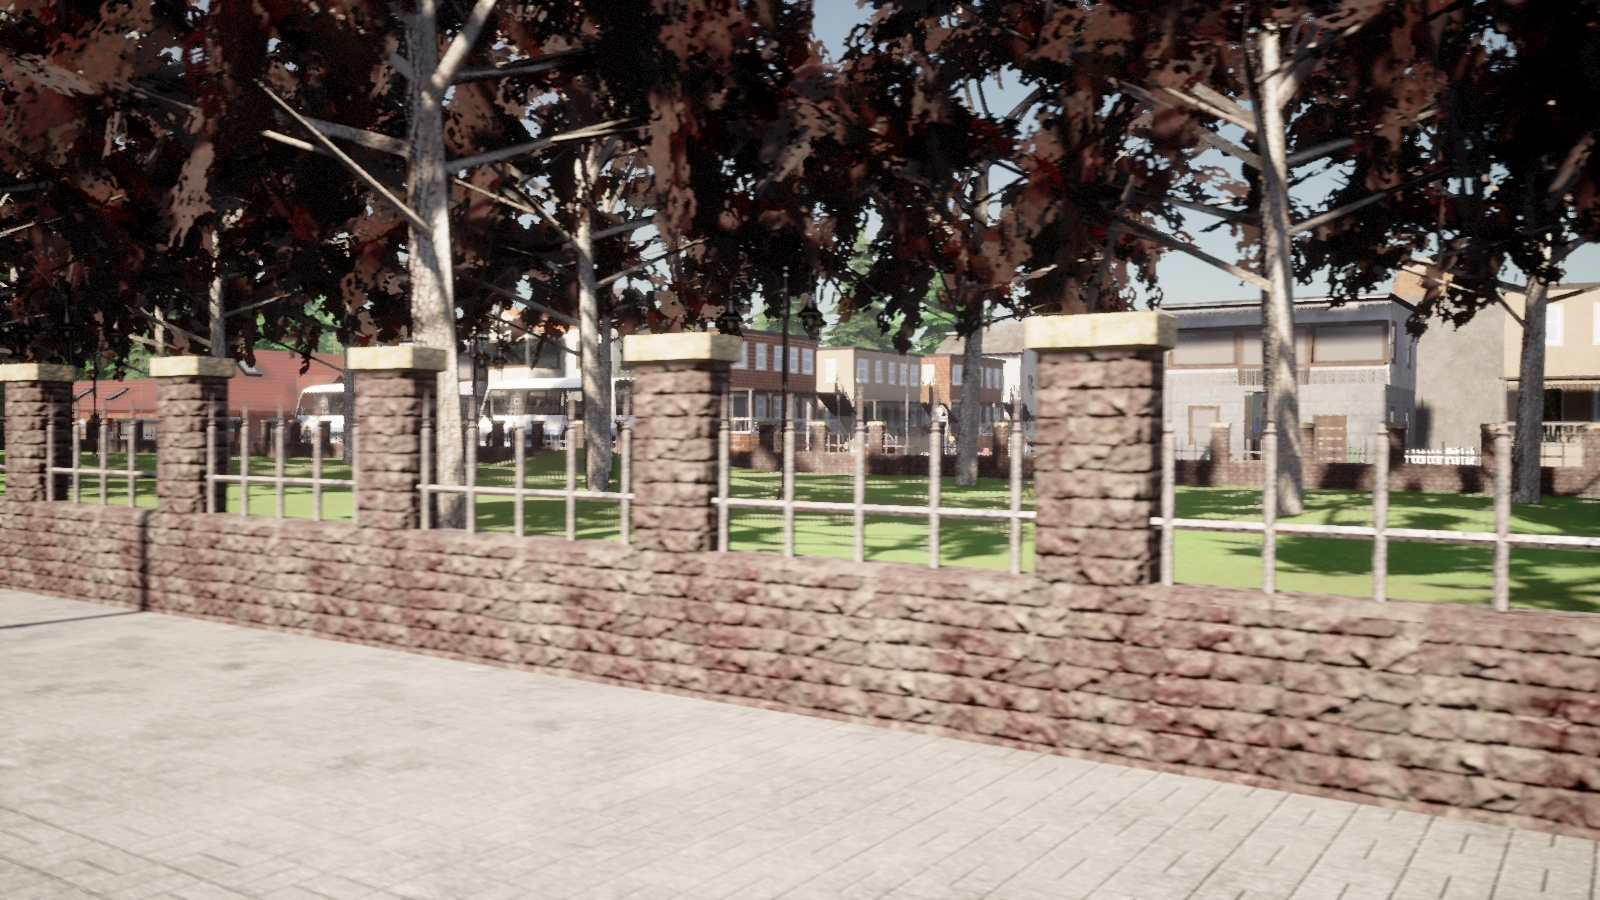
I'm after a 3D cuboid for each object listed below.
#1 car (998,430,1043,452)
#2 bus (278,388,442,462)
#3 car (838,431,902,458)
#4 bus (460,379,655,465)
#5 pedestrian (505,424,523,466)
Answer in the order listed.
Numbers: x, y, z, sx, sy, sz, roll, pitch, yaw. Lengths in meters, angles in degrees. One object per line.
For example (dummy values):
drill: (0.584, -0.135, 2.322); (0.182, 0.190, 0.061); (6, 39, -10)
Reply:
car: (15.675, -0.646, 89.150); (1.789, 1.549, 3.705); (0, 1, 34)
bus: (-26.897, -1.446, 76.520); (10.273, 4.253, 3.944); (0, 1, 33)
car: (4.028, -0.318, 71.689); (1.970, 1.475, 3.806); (0, 1, 34)
bus: (-12.912, -1.435, 66.456); (10.273, 4.253, 3.944); (0, 1, 34)
pedestrian: (-12.709, -0.206, 55.856); (0.720, 1.854, 0.376); (0, 1, 34)
